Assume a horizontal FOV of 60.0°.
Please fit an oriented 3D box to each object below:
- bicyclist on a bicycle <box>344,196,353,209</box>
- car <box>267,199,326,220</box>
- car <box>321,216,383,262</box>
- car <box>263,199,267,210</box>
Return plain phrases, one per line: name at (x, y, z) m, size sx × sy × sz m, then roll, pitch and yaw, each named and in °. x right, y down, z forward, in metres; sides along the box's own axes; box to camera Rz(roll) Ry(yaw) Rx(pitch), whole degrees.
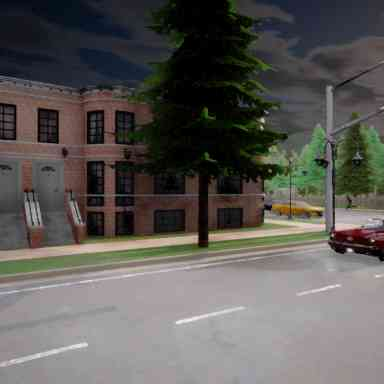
bicyclist on a bicycle at (19.144, 1.301, 40.639) m, size 1.656 × 1.620 × 0.582 m, roll 0°, pitch 0°, yaw -31°
car at (9.220, 1.478, 29.002) m, size 1.882 × 1.535 × 5.008 m, roll 0°, pitch 0°, yaw -31°
car at (7.132, 1.601, 12.014) m, size 4.718 × 1.301 × 1.895 m, roll 0°, pitch 0°, yaw -29°
car at (9.061, 1.492, 36.132) m, size 2.128 × 1.511 × 4.902 m, roll 0°, pitch 0°, yaw -31°
